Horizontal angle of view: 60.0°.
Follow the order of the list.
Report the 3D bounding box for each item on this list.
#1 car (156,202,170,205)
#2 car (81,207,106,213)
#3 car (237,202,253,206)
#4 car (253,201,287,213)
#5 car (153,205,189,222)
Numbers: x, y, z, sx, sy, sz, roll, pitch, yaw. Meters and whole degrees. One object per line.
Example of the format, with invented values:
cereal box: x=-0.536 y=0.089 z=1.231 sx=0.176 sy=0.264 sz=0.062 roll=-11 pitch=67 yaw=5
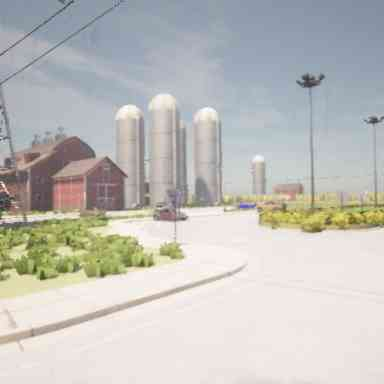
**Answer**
car: x=-4.203 y=2.578 z=53.169 sx=3.866 sy=1.878 sz=1.905 roll=-2 pitch=-2 yaw=42
car: x=-12.685 y=2.661 z=42.672 sx=4.193 sy=1.474 sz=1.816 roll=-2 pitch=-2 yaw=42
car: x=11.798 y=2.914 z=71.331 sx=4.611 sy=1.667 sz=2.242 roll=-2 pitch=-2 yaw=42
car: x=12.476 y=2.301 z=52.061 sx=4.605 sy=1.855 sz=1.932 roll=-2 pitch=-2 yaw=42
car: x=-2.243 y=2.350 z=35.069 sx=3.905 sy=1.438 sz=1.784 roll=-2 pitch=-2 yaw=42
